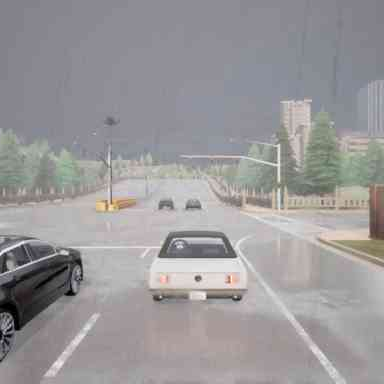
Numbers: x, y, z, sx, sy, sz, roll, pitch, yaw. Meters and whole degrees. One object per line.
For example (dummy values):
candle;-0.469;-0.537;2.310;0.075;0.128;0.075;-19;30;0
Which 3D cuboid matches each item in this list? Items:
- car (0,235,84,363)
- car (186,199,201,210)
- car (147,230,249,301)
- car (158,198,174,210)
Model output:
car;-3.389;1.491;5.732;2.128;1.511;4.902;0;0;0
car;0.184;1.563;43.891;1.994;1.385;4.181;0;0;0
car;0.115;1.601;8.268;1.895;1.301;4.718;0;0;0
car;-3.318;1.504;43.739;1.837;1.490;4.892;0;0;0
